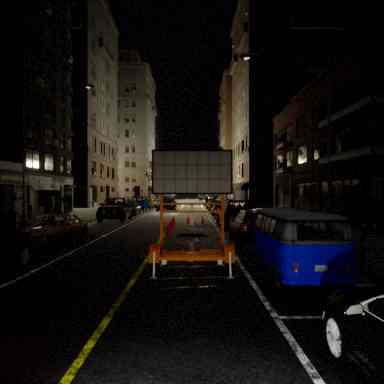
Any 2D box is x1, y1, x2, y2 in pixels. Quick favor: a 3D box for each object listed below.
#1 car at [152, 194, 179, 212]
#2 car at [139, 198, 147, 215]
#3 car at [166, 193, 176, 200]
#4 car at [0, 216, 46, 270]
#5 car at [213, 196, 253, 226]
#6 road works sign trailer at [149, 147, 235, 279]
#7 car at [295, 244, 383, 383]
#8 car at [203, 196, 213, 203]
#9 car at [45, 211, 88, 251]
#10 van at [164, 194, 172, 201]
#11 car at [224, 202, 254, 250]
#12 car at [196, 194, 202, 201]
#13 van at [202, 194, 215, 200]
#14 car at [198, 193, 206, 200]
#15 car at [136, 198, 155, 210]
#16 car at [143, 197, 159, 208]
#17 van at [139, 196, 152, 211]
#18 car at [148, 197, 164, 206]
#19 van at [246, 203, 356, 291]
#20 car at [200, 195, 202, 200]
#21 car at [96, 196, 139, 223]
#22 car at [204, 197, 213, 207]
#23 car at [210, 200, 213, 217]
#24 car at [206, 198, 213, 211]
[{"bbox_3d":[-2.979,1.344,38.297,2.097,1.767,4.553,0,0,0],"label":"car"},{"bbox_3d":[-5.840,1.545,31.387,2.008,1.369,4.403,0,0,0],"label":"car"},{"bbox_3d":[-5.803,1.237,92.429,2.192,1.841,5.009,0,0,0],"label":"car"},{"bbox_3d":[-5.854,1.544,8.714,1.887,1.381,4.507,0,0,0],"label":"car"},{"bbox_3d":[2.678,1.312,20.056,2.192,1.841,5.009,0,0,0],"label":"car"},{"bbox_3d":[0.005,0.463,10.030,2.380,3.560,2.880,0,0,0],"label":"road works sign trailer"},{"bbox_3d":[2.669,1.551,3.049,2.008,1.369,4.403,0,0,0],"label":"car"},{"bbox_3d":[2.692,1.571,42.734,1.802,1.307,4.206,0,0,0],"label":"car"},{"bbox_3d":[-5.851,1.524,14.212,1.752,1.417,4.829,0,0,0],"label":"car"},{"bbox_3d":[-5.810,1.282,81.256,1.690,1.788,3.998,0,0,0],"label":"van"},{"bbox_3d":[2.675,1.438,14.387,1.967,1.590,4.097,0,0,0],"label":"car"},{"bbox_3d":[2.716,1.380,81.269,1.967,1.590,4.097,0,0,0],"label":"car"},{"bbox_3d":[2.696,1.324,48.404,1.690,1.788,3.998,0,0,0],"label":"van"},{"bbox_3d":[2.722,1.237,92.439,2.192,1.841,5.009,0,0,0],"label":"car"},{"bbox_3d":[-5.833,1.515,42.554,1.752,1.417,4.829,0,0,0],"label":"car"},{"bbox_3d":[-5.830,1.509,48.223,1.752,1.417,4.829,0,0,0],"label":"car"},{"bbox_3d":[-5.837,1.334,37.055,1.690,1.788,3.998,0,0,0],"label":"van"},{"bbox_3d":[-5.826,1.527,54.061,2.008,1.369,4.403,0,0,0],"label":"car"},{"bbox_3d":[2.672,1.340,8.718,1.690,1.788,3.998,0,0,0],"label":"van"},{"bbox_3d":[2.699,1.501,54.243,1.752,1.417,4.829,0,0,0],"label":"car"},{"bbox_3d":[-5.844,1.311,25.719,2.192,1.841,5.009,0,0,0],"label":"car"},{"bbox_3d":[2.689,1.544,37.064,2.008,1.369,4.403,0,0,0],"label":"car"},{"bbox_3d":[2.682,1.562,25.726,1.947,1.339,4.313,0,0,0],"label":"car"},{"bbox_3d":[2.685,1.560,31.395,1.947,1.339,4.313,0,0,0],"label":"car"}]
